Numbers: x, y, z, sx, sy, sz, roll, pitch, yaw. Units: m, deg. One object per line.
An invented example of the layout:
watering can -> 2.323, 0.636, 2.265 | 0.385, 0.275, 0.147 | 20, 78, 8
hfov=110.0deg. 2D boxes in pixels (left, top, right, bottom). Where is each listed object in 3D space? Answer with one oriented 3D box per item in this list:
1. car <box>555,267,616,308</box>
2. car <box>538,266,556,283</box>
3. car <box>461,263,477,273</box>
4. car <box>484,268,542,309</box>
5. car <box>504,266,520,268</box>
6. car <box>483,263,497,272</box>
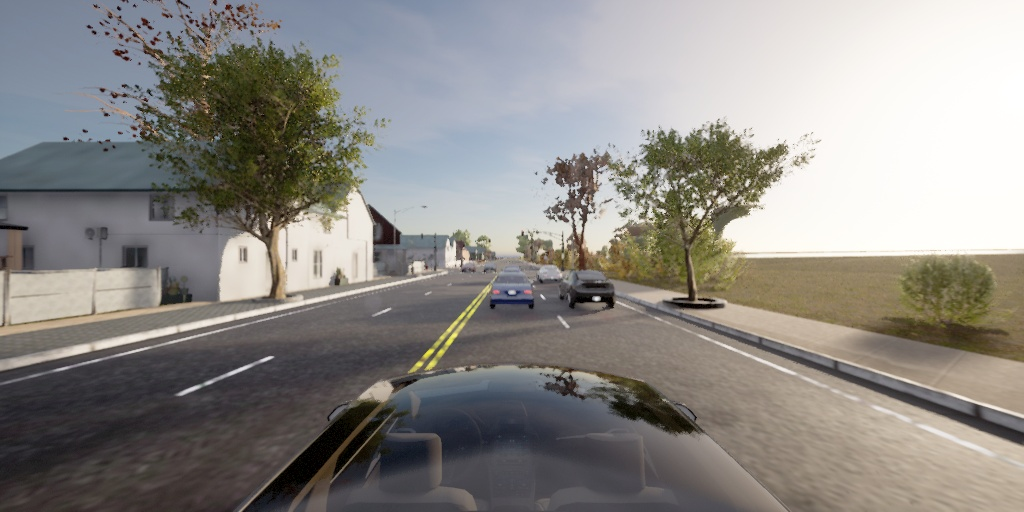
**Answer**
car -> 3.252, 1.393, 16.156 | 1.837, 1.490, 4.892 | 0, 0, 0
car -> 3.249, 1.548, 31.235 | 1.812, 1.442, 4.674 | 0, 0, 0
car -> -6.515, 1.745, 54.205 | 1.812, 1.442, 4.674 | 0, -1, 0
car -> -0.001, 1.429, 15.841 | 2.033, 1.411, 5.357 | 0, -1, 0
car -> -0.001, 1.548, 31.237 | 1.812, 1.442, 4.674 | 0, 0, 0
car -> -3.265, 1.745, 54.213 | 1.812, 1.442, 4.674 | 0, -1, 0
